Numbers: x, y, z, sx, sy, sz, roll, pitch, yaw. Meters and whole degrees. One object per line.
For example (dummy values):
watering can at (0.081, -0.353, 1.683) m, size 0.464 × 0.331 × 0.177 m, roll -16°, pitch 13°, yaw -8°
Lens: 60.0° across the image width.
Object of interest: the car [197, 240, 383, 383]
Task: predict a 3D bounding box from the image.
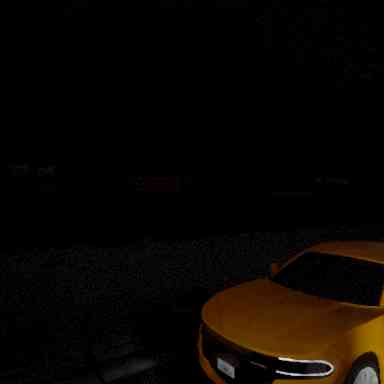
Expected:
car at (2.371, 1.499, 4.764) m, size 5.008 × 1.535 × 1.882 m, roll 1°, pitch 0°, yaw -36°
